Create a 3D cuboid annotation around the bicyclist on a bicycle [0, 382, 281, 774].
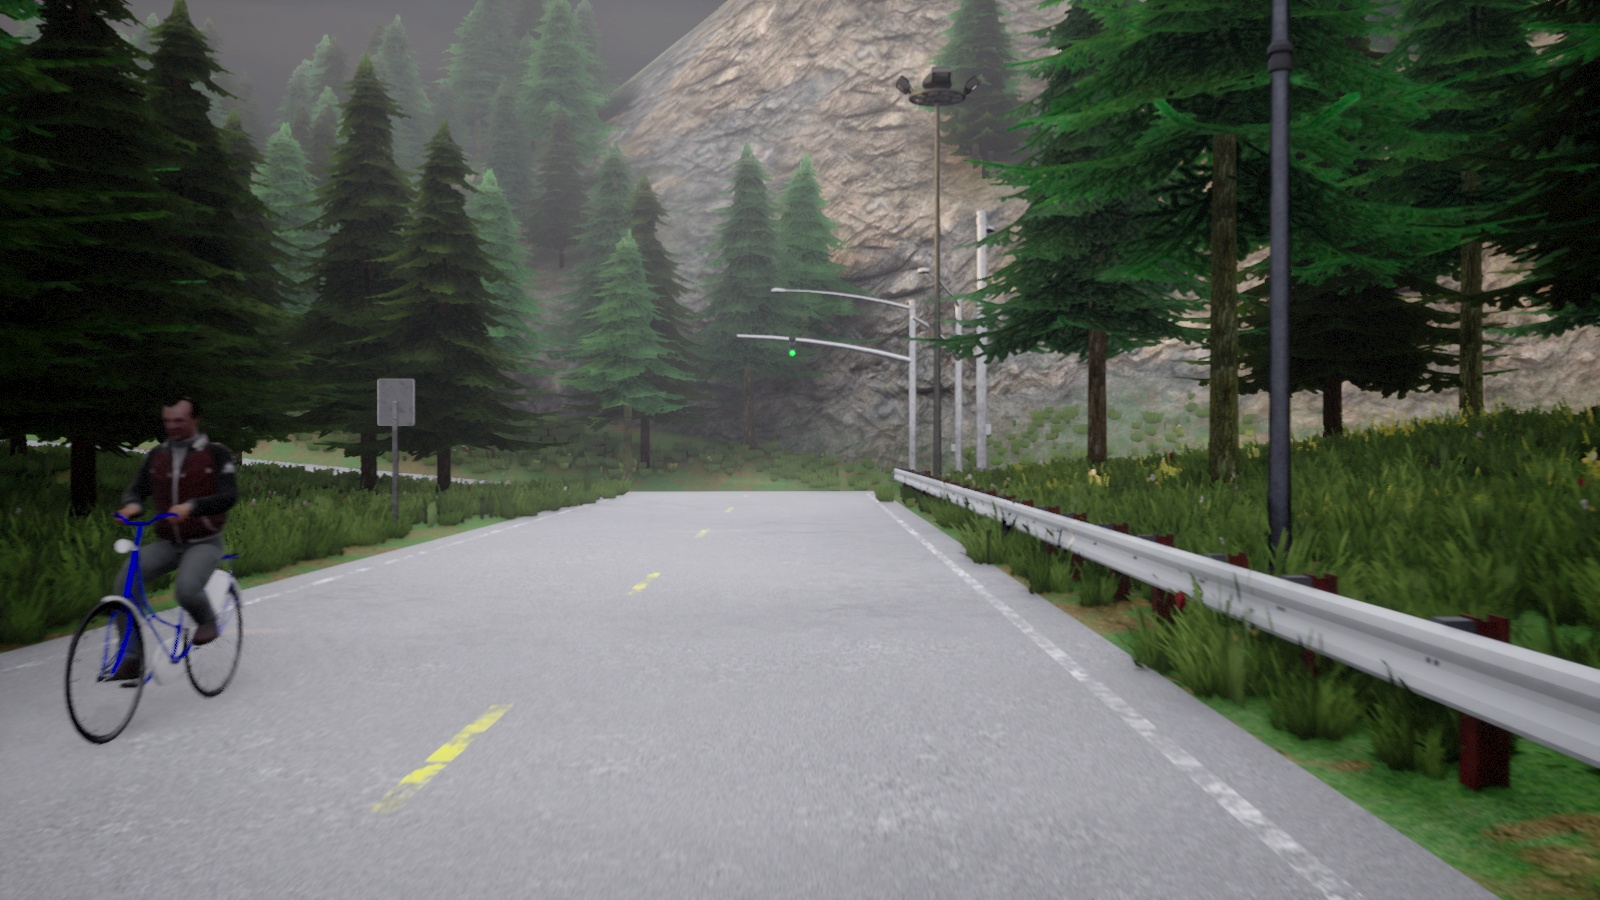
[{"bbox_3d":[-3.447,0.577,6.613,0.659,1.776,1.843,0,0,0],"label":"bicyclist on a bicycle"}]
